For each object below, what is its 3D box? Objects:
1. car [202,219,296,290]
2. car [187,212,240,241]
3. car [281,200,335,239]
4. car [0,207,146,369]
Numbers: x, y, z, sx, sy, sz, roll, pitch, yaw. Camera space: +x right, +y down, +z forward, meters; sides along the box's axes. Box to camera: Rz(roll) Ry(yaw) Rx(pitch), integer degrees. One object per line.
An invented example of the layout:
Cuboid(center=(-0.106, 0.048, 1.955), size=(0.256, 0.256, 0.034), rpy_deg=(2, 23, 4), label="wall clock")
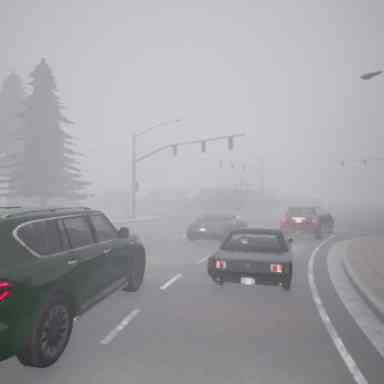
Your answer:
Cuboid(center=(1.884, 1.684, 9.426), size=(1.895, 1.301, 4.718), rpy_deg=(0, 0, 17), label="car")
Cuboid(center=(1.398, 1.711, 17.071), size=(1.994, 1.385, 4.181), rpy_deg=(0, 0, 27), label="car")
Cuboid(center=(6.612, 1.521, 18.831), size=(2.097, 1.767, 4.553), rpy_deg=(0, -1, 32), label="car")
Cuboid(center=(-2.582, 1.272, 6.067), size=(2.150, 2.045, 5.566), rpy_deg=(0, 0, 10), label="car")
